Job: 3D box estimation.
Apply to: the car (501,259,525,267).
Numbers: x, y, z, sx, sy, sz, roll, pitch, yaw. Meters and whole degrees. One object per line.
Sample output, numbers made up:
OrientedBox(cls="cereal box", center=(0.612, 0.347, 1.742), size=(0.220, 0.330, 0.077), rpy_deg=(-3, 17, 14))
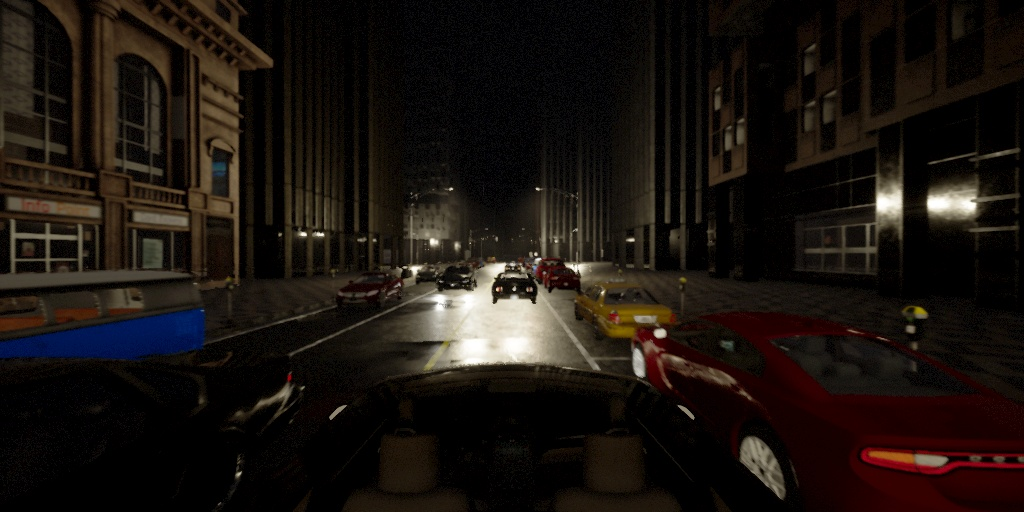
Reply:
OrientedBox(cls="car", center=(0.098, 1.316, 39.065), size=(2.033, 1.411, 5.357), rpy_deg=(0, 0, 0))

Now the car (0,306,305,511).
OrientedBox(cls="car", center=(-3.087, 1.298, 1.368), size=(2.033, 1.411, 5.357), rpy_deg=(0, 0, 0))

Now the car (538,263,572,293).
OrientedBox(cls="car", center=(2.772, 1.304, 20.657), size=(1.888, 1.381, 4.507), rpy_deg=(0, 0, 0))

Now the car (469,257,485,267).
OrientedBox(cls="car", center=(-5.769, 1.092, 53.821), size=(2.192, 1.841, 5.009), rpy_deg=(0, 0, 0))

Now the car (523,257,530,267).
OrientedBox(cls="car", center=(2.765, 1.213, 48.284), size=(1.967, 1.591, 4.097), rpy_deg=(0, 0, 0))

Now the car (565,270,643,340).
OrientedBox(cls="car", center=(2.775, 1.279, 9.775), size=(1.751, 1.417, 4.829), rpy_deg=(0, 0, 0))

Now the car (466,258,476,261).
OrientedBox(cls="car", center=(-5.770, 1.296, 42.602), size=(1.751, 1.417, 4.829), rpy_deg=(0, 0, 0))

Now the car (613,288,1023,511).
OrientedBox(cls="car", center=(2.777, 1.296, 4.080), size=(1.888, 1.381, 4.507), rpy_deg=(0, 0, 0))

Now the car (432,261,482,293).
OrientedBox(cls="car", center=(-3.084, 1.264, 21.043), size=(1.837, 1.490, 4.892), rpy_deg=(0, 0, 0))

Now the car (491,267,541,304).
OrientedBox(cls="car", center=(0.100, 1.358, 16.479), size=(1.895, 1.301, 4.718), rpy_deg=(0, 0, 0))

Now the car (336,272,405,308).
OrientedBox(cls="car", center=(-5.773, 1.339, 15.147), size=(1.802, 1.307, 4.207), rpy_deg=(0, 0, 0))

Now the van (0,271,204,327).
OrientedBox(cls="van", center=(-5.774, 1.092, 4.097), size=(1.690, 1.789, 3.998), rpy_deg=(0, 0, 0))

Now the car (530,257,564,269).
OrientedBox(cls="car", center=(2.771, 1.077, 26.182), size=(2.192, 1.841, 5.009), rpy_deg=(0, 0, 0))

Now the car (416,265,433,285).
OrientedBox(cls="car", center=(-5.772, 1.313, 26.197), size=(2.007, 1.370, 4.403), rpy_deg=(0, 0, 0))

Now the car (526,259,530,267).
OrientedBox(cls="car", center=(2.768, 1.318, 37.233), size=(2.007, 1.370, 4.403), rpy_deg=(0, 0, 0))

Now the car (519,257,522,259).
OrientedBox(cls="car", center=(2.762, 1.095, 59.334), size=(2.192, 1.841, 5.009), rpy_deg=(0, 0, 0))
